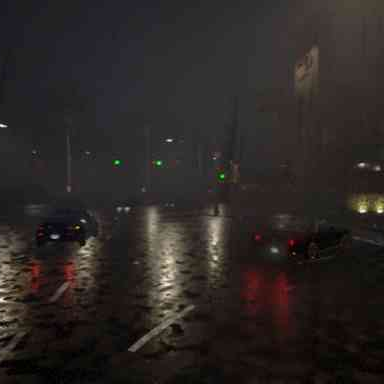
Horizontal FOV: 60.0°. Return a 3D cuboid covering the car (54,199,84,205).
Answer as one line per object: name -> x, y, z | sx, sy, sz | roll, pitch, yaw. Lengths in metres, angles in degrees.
car -> -10.351, 1.365, 27.989 | 1.882, 1.535, 5.008 | 1, 0, -5

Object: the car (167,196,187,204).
car -> -2.781, 1.500, 60.880 | 1.994, 1.385, 4.181 | 1, 0, 35

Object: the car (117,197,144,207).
car -> -8.835, 1.435, 48.469 | 2.033, 1.411, 5.357 | 1, 0, 18

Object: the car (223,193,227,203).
car -> 8.713, 1.255, 67.432 | 5.566, 2.045, 2.150 | 1, 0, -38

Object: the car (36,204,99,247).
car -> -5.319, 1.467, 14.571 | 1.812, 1.442, 4.674 | 1, 0, -6

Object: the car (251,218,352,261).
car -> 4.293, 1.632, 12.528 | 1.895, 1.301, 4.718 | 0, 0, 45
